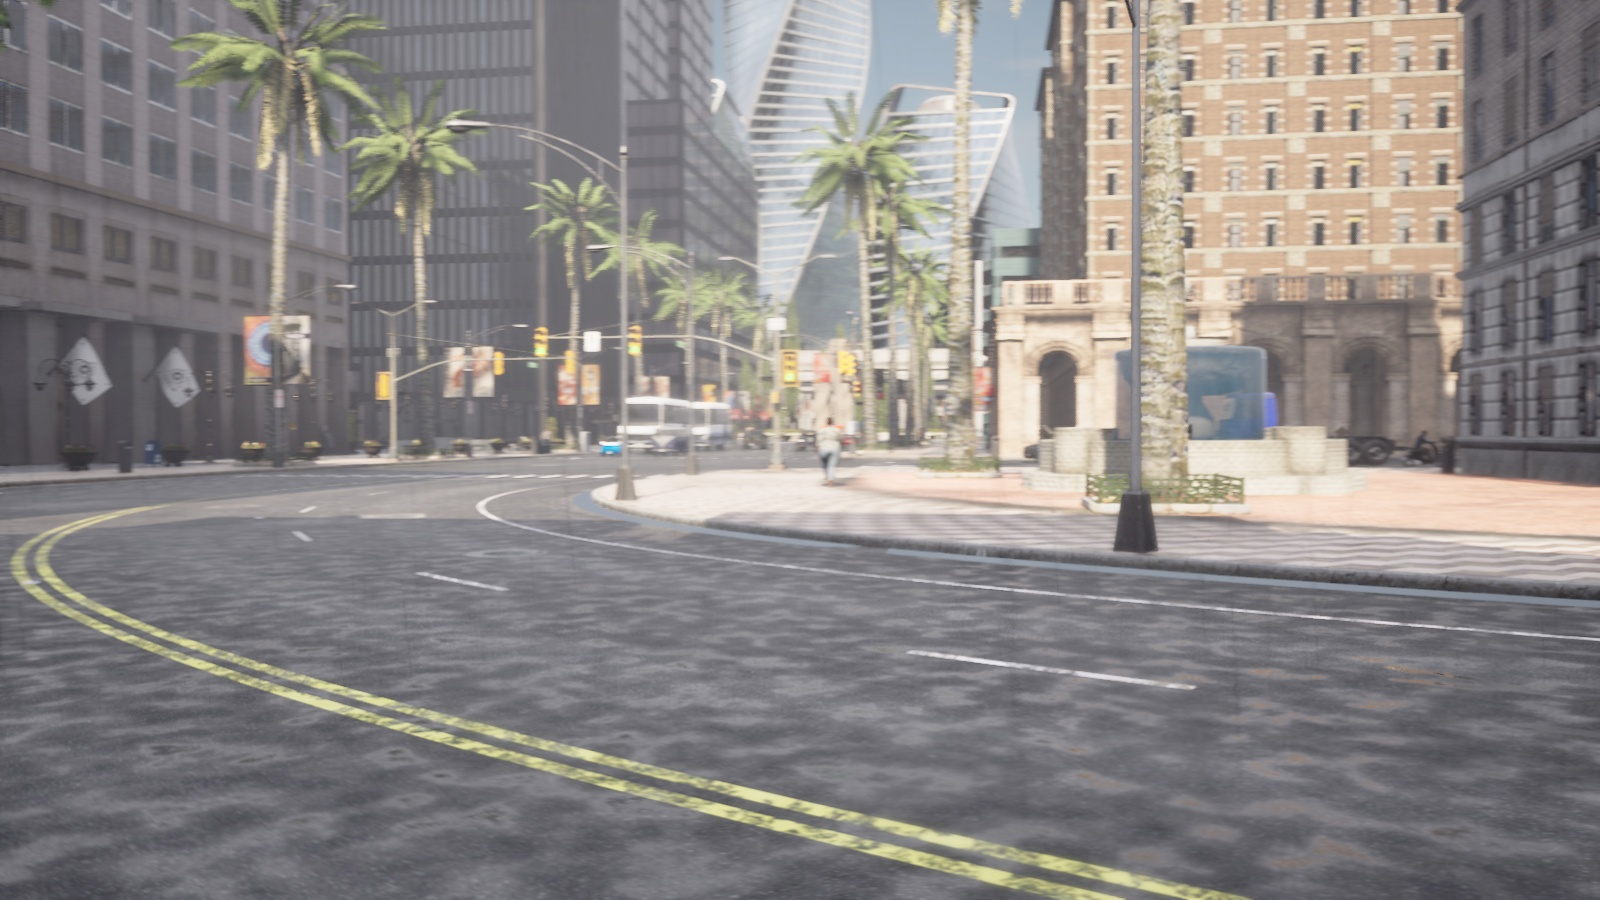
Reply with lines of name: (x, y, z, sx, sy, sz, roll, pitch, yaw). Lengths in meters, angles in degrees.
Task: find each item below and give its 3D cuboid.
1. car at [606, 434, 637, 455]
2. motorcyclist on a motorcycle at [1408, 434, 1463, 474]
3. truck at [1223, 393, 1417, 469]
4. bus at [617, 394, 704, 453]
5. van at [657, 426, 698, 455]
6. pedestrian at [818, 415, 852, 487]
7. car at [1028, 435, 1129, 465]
car: (-12.104, -0.375, 85.183, 1.481, 1.376, 2.207, 0, 0, 9)
motorcyclist on a motorcycle: (26.087, 0.150, 51.582, 1.817, 1.590, 0.866, 0, 1, 9)
truck: (24.250, -0.896, 58.912, 7.936, 3.462, 2.891, 0, 1, 9)
bus: (-10.446, -1.948, 95.579, 3.944, 4.253, 10.273, 0, 1, 9)
van: (-8.394, -0.680, 86.267, 1.775, 1.987, 4.442, 0, 1, 9)
pedestrian: (0.900, 0.022, 32.769, 0.874, 1.855, 0.900, 0, 1, 1)
car: (14.160, -0.022, 64.072, 4.892, 1.490, 1.837, 0, 1, 9)
